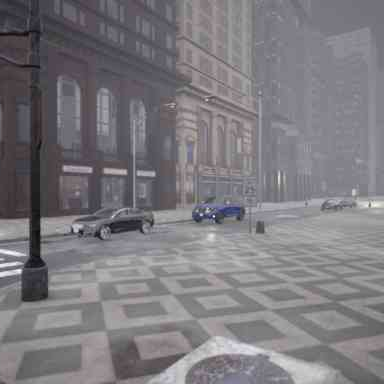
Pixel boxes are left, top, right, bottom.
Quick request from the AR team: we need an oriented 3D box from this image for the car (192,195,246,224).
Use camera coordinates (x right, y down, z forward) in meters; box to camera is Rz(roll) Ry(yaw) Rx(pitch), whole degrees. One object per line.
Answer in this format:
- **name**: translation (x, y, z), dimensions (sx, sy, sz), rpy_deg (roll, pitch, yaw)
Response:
- **car**: translation (2.253, 1.293, 26.135), dimensions (2.150, 2.045, 5.566), rpy_deg (0, 0, 35)

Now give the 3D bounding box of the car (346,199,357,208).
- **car**: translation (23.782, 1.701, 50.728), dimensions (2.033, 1.411, 5.357), rpy_deg (0, 0, 36)

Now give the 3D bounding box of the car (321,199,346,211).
- **car**: translation (17.881, 1.654, 42.482), dimensions (1.812, 1.442, 4.674), rpy_deg (0, 0, 36)

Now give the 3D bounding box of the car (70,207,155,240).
- **car**: translation (-3.995, 1.531, 17.409), dimensions (2.128, 1.511, 4.902), rpy_deg (0, 0, 34)
